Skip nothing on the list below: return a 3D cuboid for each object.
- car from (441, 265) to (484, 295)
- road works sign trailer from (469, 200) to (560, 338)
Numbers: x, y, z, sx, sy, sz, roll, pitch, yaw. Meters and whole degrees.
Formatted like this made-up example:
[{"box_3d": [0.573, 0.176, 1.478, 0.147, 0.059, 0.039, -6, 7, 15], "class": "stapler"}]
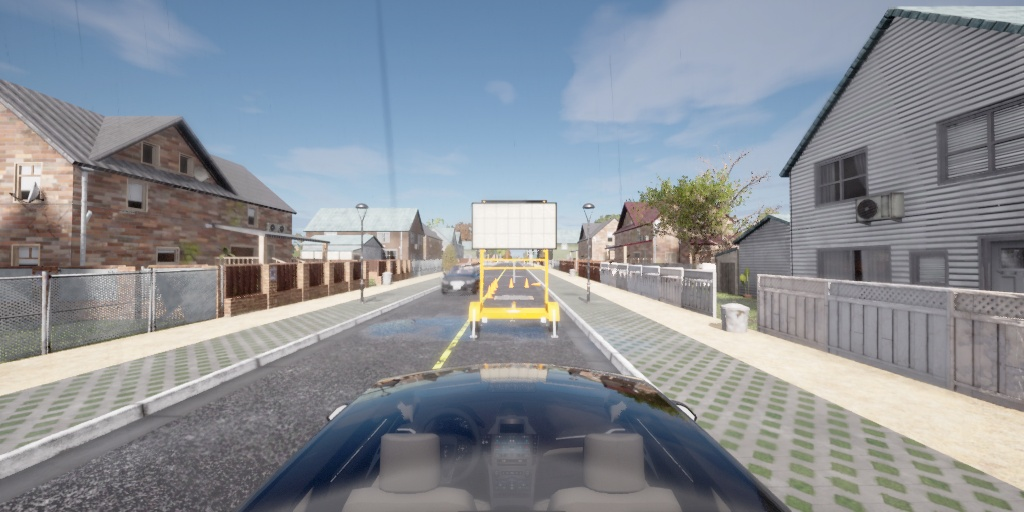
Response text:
[{"box_3d": [-2.645, 1.260, 19.793, 2.128, 1.511, 4.902, 0, 0, 0], "class": "car"}, {"box_3d": [0.065, 0.220, 10.226, 2.380, 3.560, 2.880, 0, 0, 1], "class": "road works sign trailer"}]
